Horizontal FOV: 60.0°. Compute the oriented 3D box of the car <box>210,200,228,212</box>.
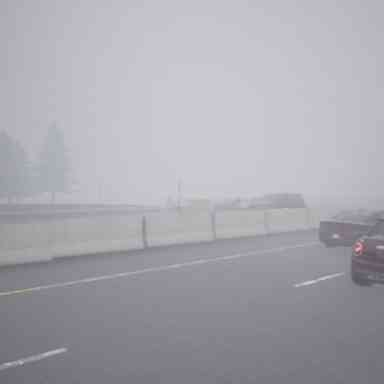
[{"bbox_3d":[3.833,1.357,32.649,4.902,1.511,2.128,0,0,-36],"label":"car"}]

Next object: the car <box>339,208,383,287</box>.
[{"bbox_3d":[5.834,1.287,7.970,4.553,1.767,2.097,0,0,-36],"label":"car"}]

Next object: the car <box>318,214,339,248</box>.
[{"bbox_3d":[7.081,1.388,13.176,5.008,1.535,1.882,-1,0,-36],"label":"car"}]

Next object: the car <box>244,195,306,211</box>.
[{"bbox_3d":[6.619,1.090,26.031,5.566,2.045,2.150,-1,0,-36],"label":"car"}]
